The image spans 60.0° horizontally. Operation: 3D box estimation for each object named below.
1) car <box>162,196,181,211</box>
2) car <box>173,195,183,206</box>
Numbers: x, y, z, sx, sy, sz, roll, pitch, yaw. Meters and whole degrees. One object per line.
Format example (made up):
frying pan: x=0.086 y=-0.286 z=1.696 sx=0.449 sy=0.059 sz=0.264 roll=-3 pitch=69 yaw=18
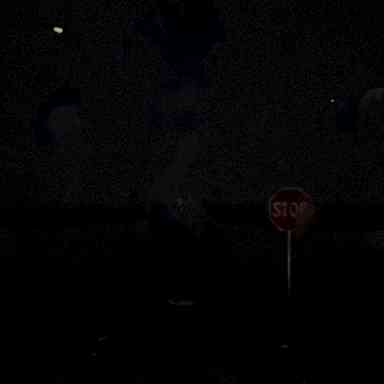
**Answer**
car: x=-2.865 y=1.669 z=43.463 sx=1.882 sy=1.535 sz=5.008 roll=0 pitch=0 yaw=0
car: x=-2.814 y=1.607 z=62.187 sx=2.150 sy=2.045 sz=5.566 roll=0 pitch=-1 yaw=0
